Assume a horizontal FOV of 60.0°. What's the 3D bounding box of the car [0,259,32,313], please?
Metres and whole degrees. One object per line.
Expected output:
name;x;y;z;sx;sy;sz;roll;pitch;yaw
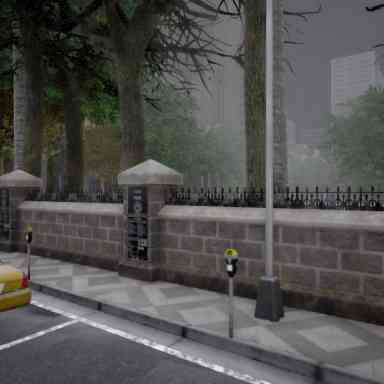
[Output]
car;-5.071;1.526;6.555;4.829;1.417;1.752;0;0;35
